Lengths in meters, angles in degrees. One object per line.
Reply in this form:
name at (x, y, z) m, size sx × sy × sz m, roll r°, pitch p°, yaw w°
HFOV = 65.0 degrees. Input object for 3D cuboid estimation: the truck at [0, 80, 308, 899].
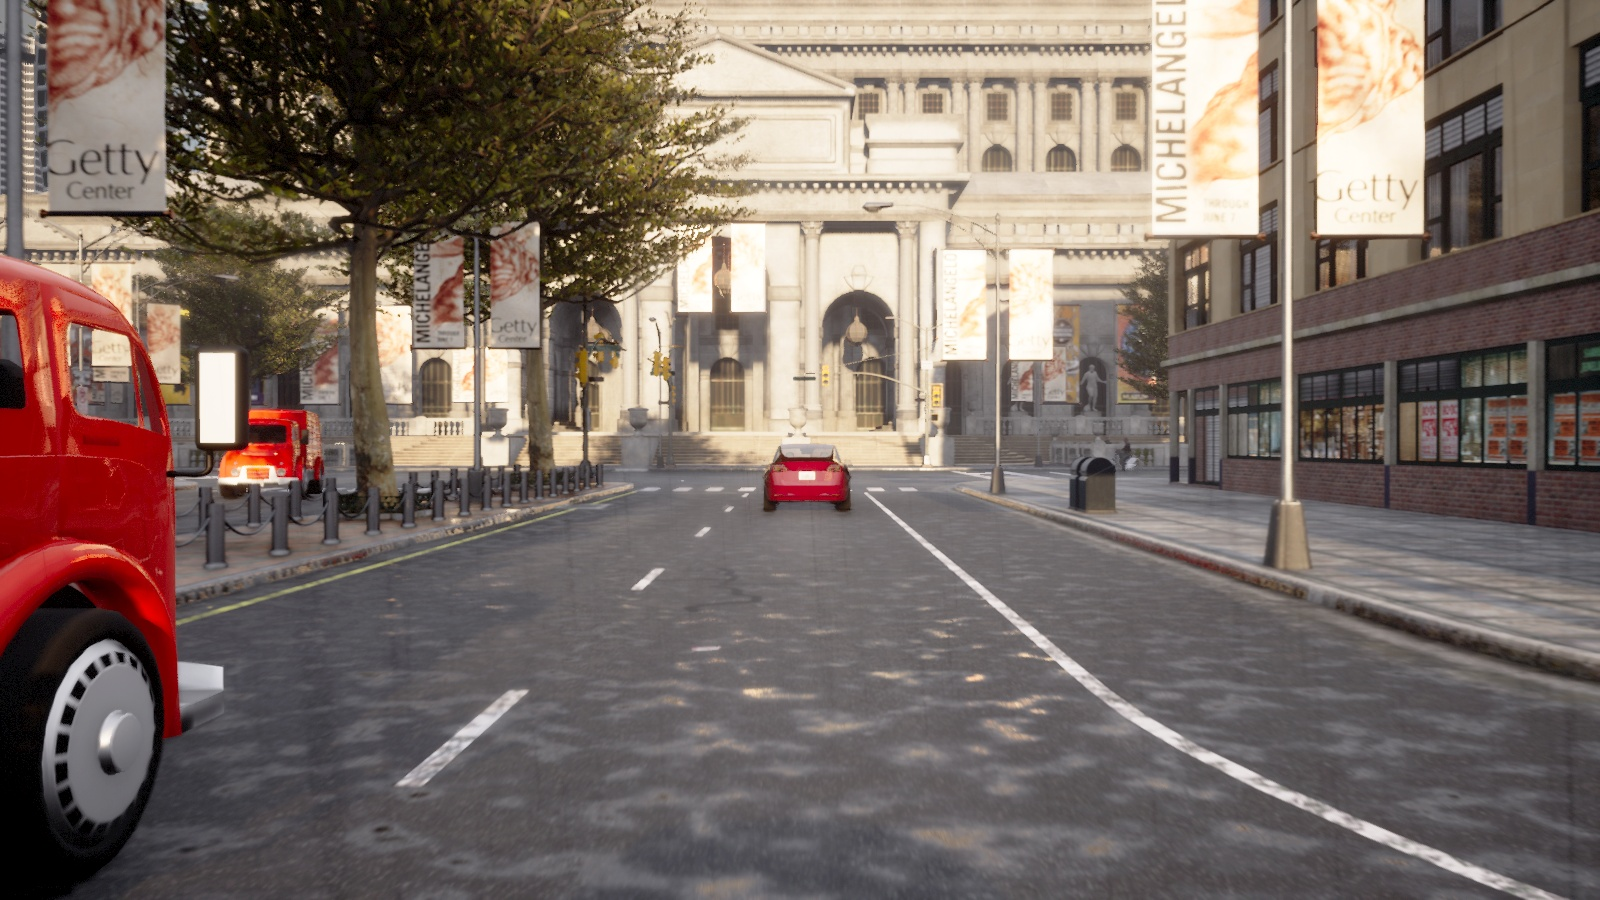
truck at (-3.469, 0.241, 2.868) m, size 2.627 × 2.467 × 5.204 m, roll 0°, pitch 0°, yaw 0°

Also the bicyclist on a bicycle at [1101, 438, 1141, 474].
bicyclist on a bicycle at (15.903, 0.279, 62.244) m, size 1.843 × 1.776 × 0.659 m, roll 0°, pitch 0°, yaw 1°

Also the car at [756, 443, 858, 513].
car at (0.164, 0.582, 29.188) m, size 2.163 × 1.488 × 4.792 m, roll 0°, pitch 0°, yaw 0°

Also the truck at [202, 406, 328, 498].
truck at (-15.352, 0.043, 36.358) m, size 2.627 × 2.467 × 5.204 m, roll 0°, pitch 0°, yaw -15°
